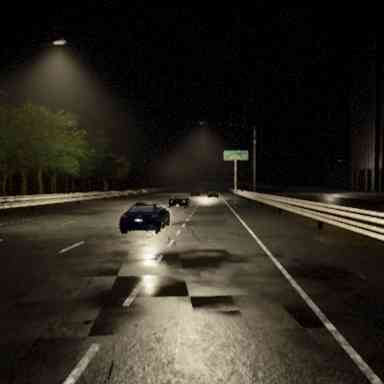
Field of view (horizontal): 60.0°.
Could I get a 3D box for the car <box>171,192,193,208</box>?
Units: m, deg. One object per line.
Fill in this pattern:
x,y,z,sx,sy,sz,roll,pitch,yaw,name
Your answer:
-1.277,0.940,34.912,1.895,1.301,4.718,0,1,3,car

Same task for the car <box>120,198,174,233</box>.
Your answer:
-2.327,1.237,17.246,1.994,1.385,4.181,0,1,3,car

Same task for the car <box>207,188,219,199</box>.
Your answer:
3.717,0.480,58.746,1.895,1.301,4.718,0,1,4,car

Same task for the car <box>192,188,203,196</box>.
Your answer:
0.843,0.150,70.829,1.812,1.442,4.674,0,1,4,car
